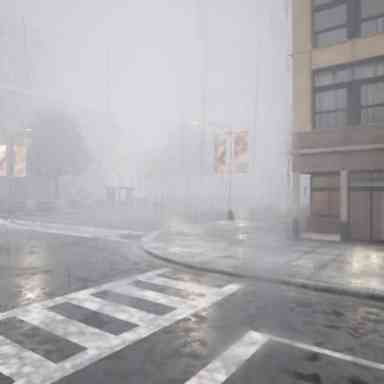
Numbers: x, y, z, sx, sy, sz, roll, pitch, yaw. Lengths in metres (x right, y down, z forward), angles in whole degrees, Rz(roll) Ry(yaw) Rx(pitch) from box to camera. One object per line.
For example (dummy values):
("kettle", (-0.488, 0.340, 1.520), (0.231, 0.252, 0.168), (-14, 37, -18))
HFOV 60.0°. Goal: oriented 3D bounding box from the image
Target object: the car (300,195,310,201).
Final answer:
("car", (29.011, 1.548, 86.005), (4.674, 1.452, 2.002), (0, 0, -35))
